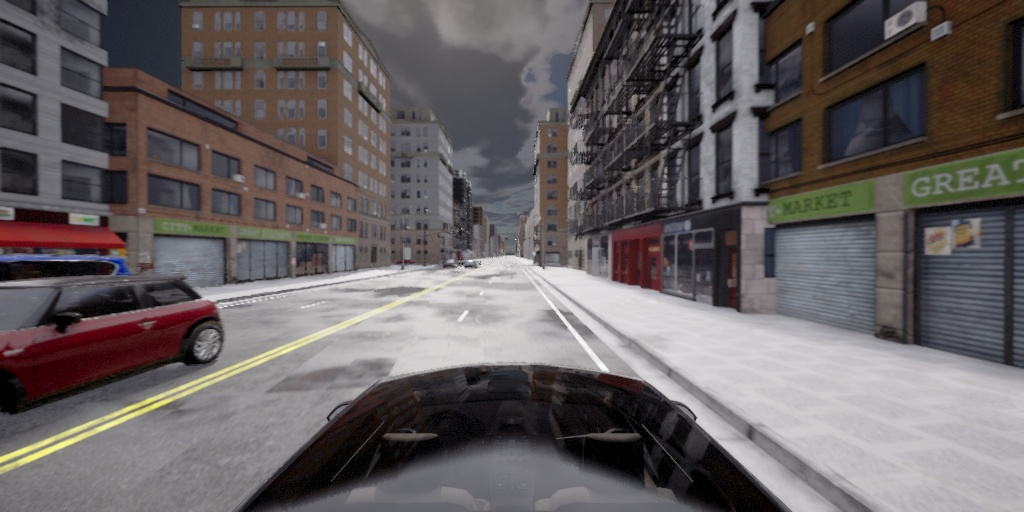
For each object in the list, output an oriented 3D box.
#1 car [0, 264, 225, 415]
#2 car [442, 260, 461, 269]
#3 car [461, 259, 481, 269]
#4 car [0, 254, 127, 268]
[{"bbox_3d":[-6.601,1.102,4.973,2.097,1.767,4.553,0,0,0],"label":"car"},{"bbox_3d":[-9.750,1.287,57.280,2.033,1.411,5.357,0,0,0],"label":"car"},{"bbox_3d":[-6.501,1.304,57.268,1.994,1.385,4.181,0,0,0],"label":"car"},{"bbox_3d":[-9.849,0.974,6.216,2.150,2.045,5.566,0,0,0],"label":"car"}]
